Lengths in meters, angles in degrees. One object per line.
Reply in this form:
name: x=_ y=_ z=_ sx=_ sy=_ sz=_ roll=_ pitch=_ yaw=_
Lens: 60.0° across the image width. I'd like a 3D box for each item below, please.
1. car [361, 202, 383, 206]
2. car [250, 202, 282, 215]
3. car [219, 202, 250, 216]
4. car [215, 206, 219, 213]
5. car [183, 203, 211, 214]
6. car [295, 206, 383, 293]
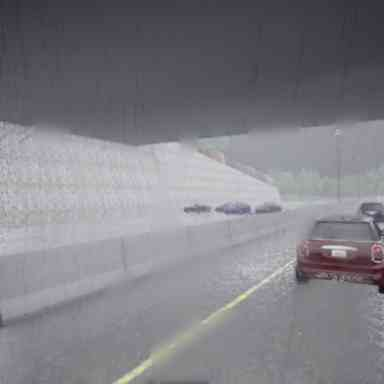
car: x=13.730 y=1.548 z=25.276 sx=2.097 sy=1.767 sz=4.553 roll=-1 pitch=-1 yaw=30
car: x=8.697 y=1.896 z=37.784 sx=1.882 sy=1.535 sz=5.008 roll=-1 pitch=-1 yaw=31
car: x=5.474 y=1.949 z=39.211 sx=1.882 sy=1.535 sz=5.008 roll=-1 pitch=-1 yaw=31
car: x=5.007 y=2.106 z=45.263 sx=2.033 sy=1.411 sz=5.357 roll=-1 pitch=-1 yaw=31
car: x=0.725 y=2.200 z=44.919 sx=1.895 sy=1.301 sz=4.718 roll=-1 pitch=-1 yaw=31
car: x=4.431 y=1.434 z=9.430 sx=2.097 sy=1.767 sz=4.553 roll=-1 pitch=-1 yaw=30
